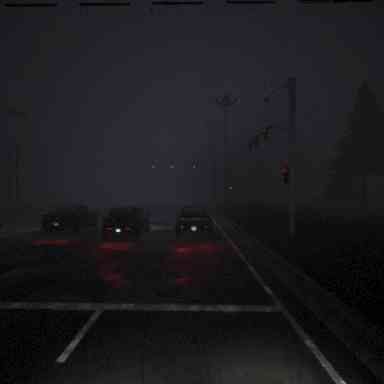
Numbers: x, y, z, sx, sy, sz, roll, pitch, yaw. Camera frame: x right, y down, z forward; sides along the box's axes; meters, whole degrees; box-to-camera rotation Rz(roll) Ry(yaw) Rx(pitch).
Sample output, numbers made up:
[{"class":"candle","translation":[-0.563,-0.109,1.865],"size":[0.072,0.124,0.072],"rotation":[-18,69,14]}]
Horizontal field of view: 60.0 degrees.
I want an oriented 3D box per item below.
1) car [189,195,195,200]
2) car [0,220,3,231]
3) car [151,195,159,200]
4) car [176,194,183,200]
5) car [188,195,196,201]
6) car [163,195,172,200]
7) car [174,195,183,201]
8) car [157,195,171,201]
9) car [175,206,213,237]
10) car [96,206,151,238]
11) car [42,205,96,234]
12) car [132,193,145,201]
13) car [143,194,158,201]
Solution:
[{"class":"car","translation":[-0.009,1.597,95.077],"size":[1.895,1.301,4.718],"rotation":[0,0,0]},{"class":"car","translation":[-10.400,1.609,14.548],"size":[1.895,1.301,4.718],"rotation":[0,0,0]},{"class":"car","translation":[-10.509,1.602,95.078],"size":[1.895,1.301,4.718],"rotation":[0,0,0]},{"class":"car","translation":[-3.509,1.479,95.047],"size":[1.882,1.535,5.008],"rotation":[0,0,0]},{"class":"car","translation":[-0.008,1.577,84.777],"size":[2.128,1.511,4.902],"rotation":[0,0,0]},{"class":"car","translation":[-7.009,1.529,95.047],"size":[2.128,1.511,4.902],"rotation":[0,0,0]},{"class":"car","translation":[-3.508,1.647,84.859],"size":[1.895,1.301,4.718],"rotation":[0,0,0]},{"class":"car","translation":[-7.008,1.647,84.886],"size":[1.895,1.301,4.718],"rotation":[0,0,0]},{"class":"car","translation":[0.099,1.503,18.062],"size":[2.128,1.511,4.902],"rotation":[0,0,0]},{"class":"car","translation":[-3.402,1.516,17.742],"size":[1.837,1.490,4.892],"rotation":[0,0,0]},{"class":"car","translation":[-6.901,1.489,19.377],"size":[1.882,1.535,5.008],"rotation":[0,0,0]},{"class":"car","translation":[-14.008,1.406,84.981],"size":[2.097,1.767,4.553],"rotation":[0,0,0]},{"class":"car","translation":[-10.508,1.647,84.964],"size":[1.895,1.301,4.718],"rotation":[0,0,0]}]
